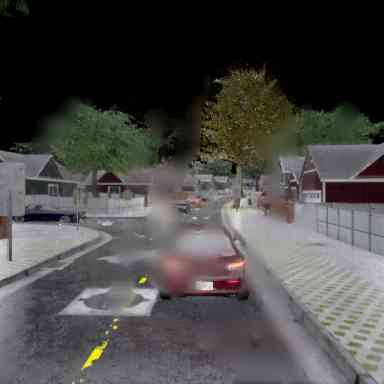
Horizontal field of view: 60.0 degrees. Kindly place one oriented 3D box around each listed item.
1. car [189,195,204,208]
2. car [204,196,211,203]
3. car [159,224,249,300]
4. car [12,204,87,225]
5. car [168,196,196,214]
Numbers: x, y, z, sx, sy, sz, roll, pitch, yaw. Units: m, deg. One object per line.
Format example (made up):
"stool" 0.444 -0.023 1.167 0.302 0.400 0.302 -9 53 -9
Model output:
"car" 0.150 1.228 47.016 2.097 1.767 4.553 0 0 7
"car" 2.373 1.352 62.908 1.895 1.301 4.718 0 0 9
"car" 0.282 1.527 8.293 1.812 1.442 4.674 0 0 1
"car" -9.299 1.423 21.464 4.718 1.301 1.895 1 0 3
"car" -1.154 1.503 34.910 2.033 1.411 5.357 0 0 6
